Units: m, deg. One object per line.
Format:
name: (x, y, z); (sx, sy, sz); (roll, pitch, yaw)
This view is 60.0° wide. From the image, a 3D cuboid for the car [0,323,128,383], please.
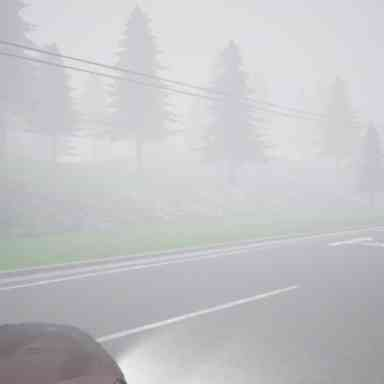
car: (-2.431, 1.570, 2.011); (4.181, 1.385, 1.994); (0, 0, -35)
